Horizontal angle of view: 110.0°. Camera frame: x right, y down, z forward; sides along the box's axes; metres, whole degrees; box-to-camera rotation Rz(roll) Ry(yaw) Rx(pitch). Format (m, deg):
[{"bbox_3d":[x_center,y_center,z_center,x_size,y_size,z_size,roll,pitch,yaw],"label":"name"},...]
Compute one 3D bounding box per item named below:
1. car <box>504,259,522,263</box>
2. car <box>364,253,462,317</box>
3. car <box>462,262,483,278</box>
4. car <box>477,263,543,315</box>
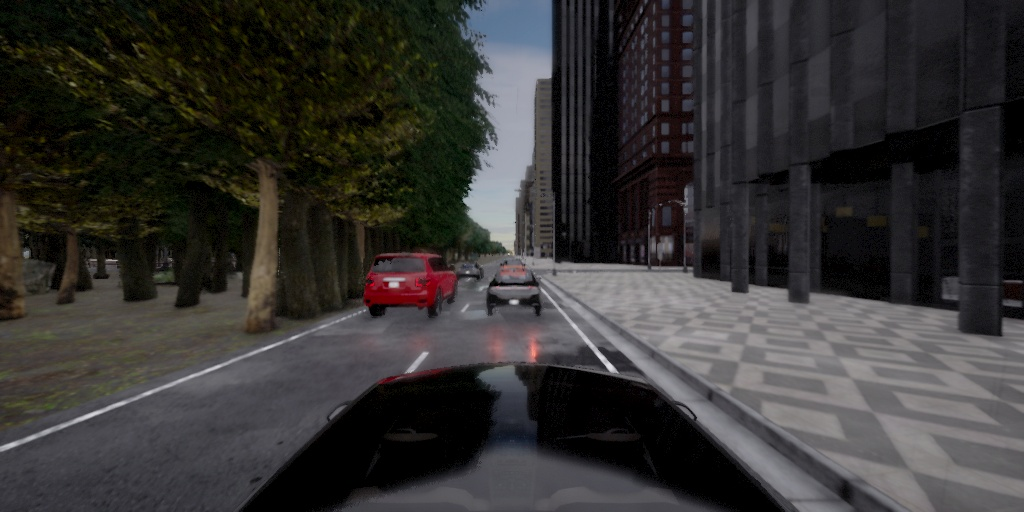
[{"bbox_3d":[0.079,1.009,29.015,2.097,1.767,4.553,0,0,0],"label":"car"},{"bbox_3d":[-3.418,0.926,13.108,2.150,2.045,5.566,0,0,0],"label":"car"},{"bbox_3d":[-3.420,1.218,29.711,1.994,1.385,4.181,0,0,0],"label":"car"},{"bbox_3d":[0.080,1.196,13.393,2.128,1.511,4.902,0,0,0],"label":"car"}]
